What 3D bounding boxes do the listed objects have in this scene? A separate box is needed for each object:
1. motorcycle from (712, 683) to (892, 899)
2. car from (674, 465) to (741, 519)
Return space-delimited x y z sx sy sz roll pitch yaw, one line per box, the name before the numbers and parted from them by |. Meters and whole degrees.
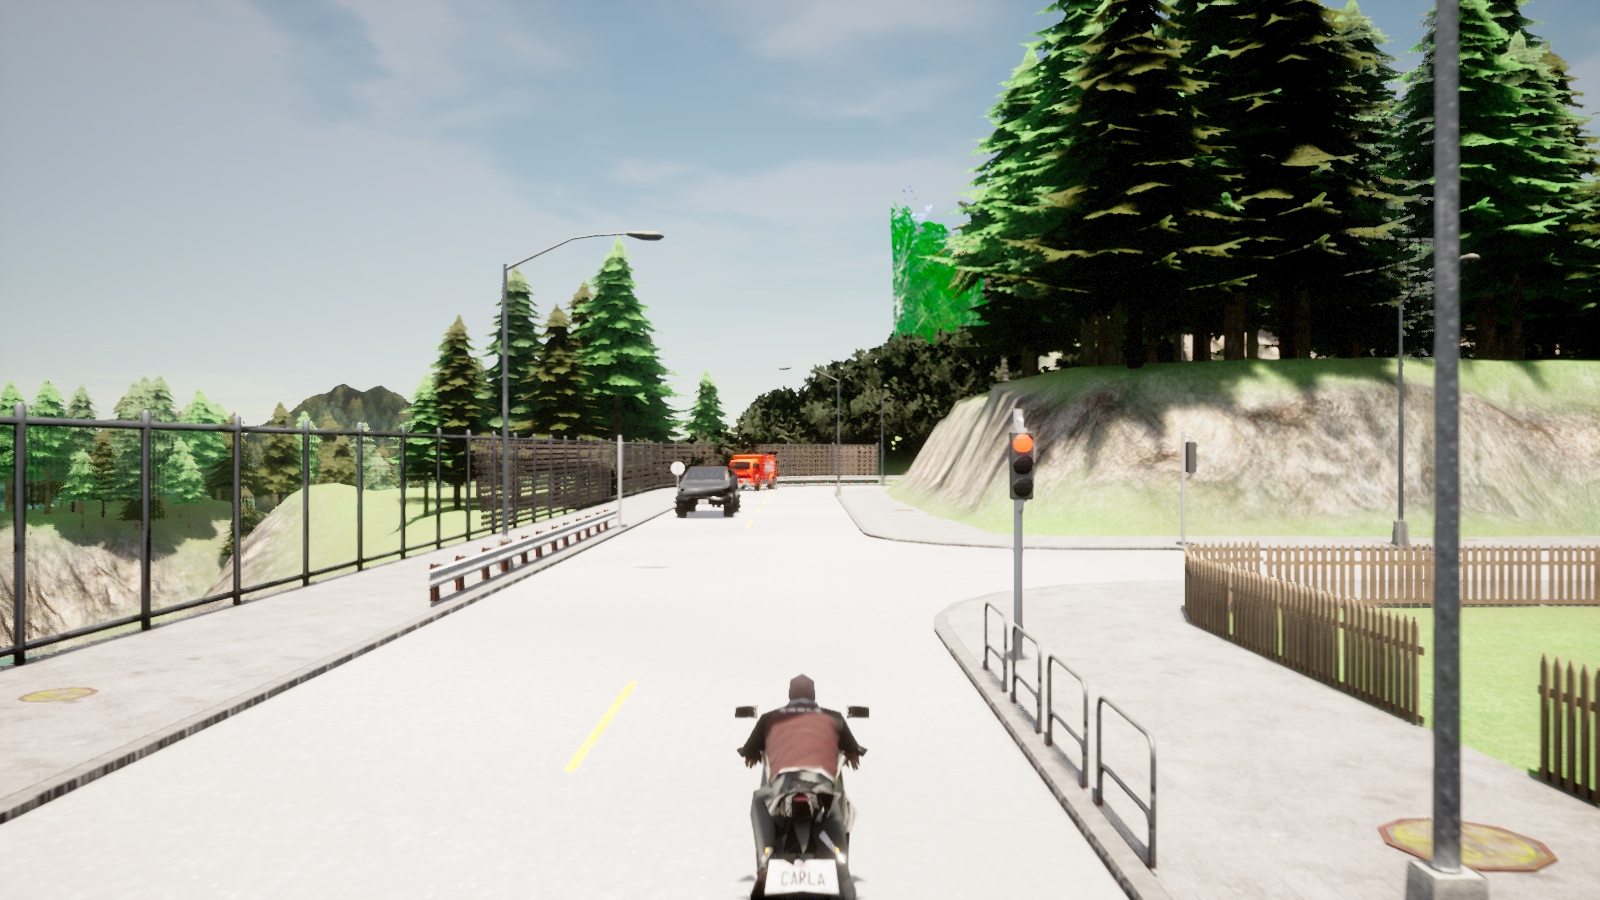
motorcycle | 0.013 2.205 6.622 0.867 1.251 2.209 0 0 0
car | -3.908 1.753 49.387 2.390 2.098 6.274 0 0 0
